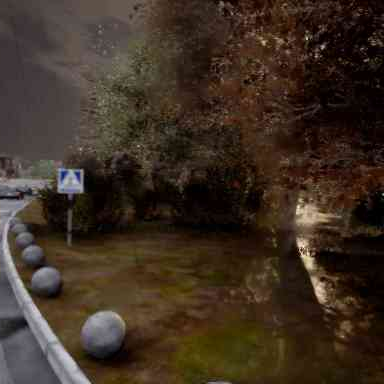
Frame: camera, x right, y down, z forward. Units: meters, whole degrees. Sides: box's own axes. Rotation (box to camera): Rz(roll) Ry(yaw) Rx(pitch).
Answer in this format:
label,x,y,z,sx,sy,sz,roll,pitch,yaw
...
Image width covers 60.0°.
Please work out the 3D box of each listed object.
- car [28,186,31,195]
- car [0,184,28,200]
label,x,y,z,sx,sy,sz,roll,pitch,yaw
car,-23.006,-0.303,45.191,1.994,1.385,4.181,1,2,-21
car,-19.348,0.128,35.836,1.994,1.385,4.181,1,2,-21
